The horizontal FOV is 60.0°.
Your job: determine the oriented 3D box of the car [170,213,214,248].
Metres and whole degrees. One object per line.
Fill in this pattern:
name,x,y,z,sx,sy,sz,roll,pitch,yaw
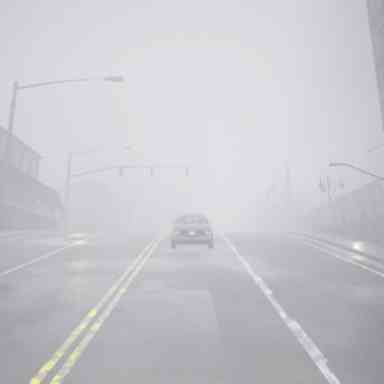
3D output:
car,0.000,1.676,15.244,2.033,1.411,5.357,0,-1,0
